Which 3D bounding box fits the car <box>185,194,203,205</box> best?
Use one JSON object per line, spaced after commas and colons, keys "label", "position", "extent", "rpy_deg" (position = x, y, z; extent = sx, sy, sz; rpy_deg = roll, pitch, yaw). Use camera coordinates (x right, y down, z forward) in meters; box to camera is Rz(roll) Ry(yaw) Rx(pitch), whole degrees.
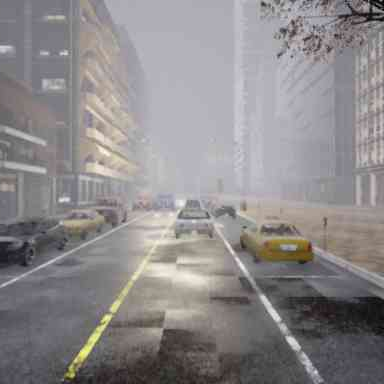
{"label": "car", "position": [0.101, 1.400, 44.316], "extent": [1.882, 1.535, 5.008], "rpy_deg": [0, 0, 0]}

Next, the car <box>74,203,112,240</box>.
{"label": "car", "position": [-5.678, 1.494, 16.815], "extent": [1.752, 1.417, 4.829], "rpy_deg": [1, 0, 0]}

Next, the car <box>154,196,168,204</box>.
{"label": "car", "position": [-5.678, 1.446, 61.542], "extent": [2.008, 1.369, 4.403], "rpy_deg": [1, 0, 0]}

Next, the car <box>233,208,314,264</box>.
{"label": "car", "position": [2.702, 1.504, 11.585], "extent": [1.752, 1.417, 4.829], "rpy_deg": [1, 0, 0]}

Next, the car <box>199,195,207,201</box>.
{"label": "car", "position": [2.703, 1.444, 83.819], "extent": [1.802, 1.307, 4.206], "rpy_deg": [1, 0, 0]}

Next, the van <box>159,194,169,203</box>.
{"label": "van", "position": [-5.674, 1.228, 67.112], "extent": [1.690, 1.788, 3.998], "rpy_deg": [1, 0, 0]}

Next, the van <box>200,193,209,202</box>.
{"label": "van", "position": [2.706, 1.219, 72.680], "extent": [1.690, 1.788, 3.998], "rpy_deg": [1, 0, 0]}

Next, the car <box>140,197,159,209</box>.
{"label": "car", "position": [-5.678, 1.466, 44.833], "extent": [1.887, 1.381, 4.507], "rpy_deg": [1, 0, 0]}

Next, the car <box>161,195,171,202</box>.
{"label": "car", "position": [-5.677, 1.404, 72.512], "extent": [1.752, 1.417, 4.829], "rpy_deg": [1, 0, 0]}

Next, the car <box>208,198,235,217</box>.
{"label": "car", "position": [2.702, 1.500, 28.124], "extent": [2.008, 1.369, 4.403], "rpy_deg": [1, 0, 0]}

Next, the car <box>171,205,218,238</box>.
{"label": "car", "position": [0.102, 1.568, 17.532], "extent": [1.895, 1.301, 4.718], "rpy_deg": [0, 0, 0]}

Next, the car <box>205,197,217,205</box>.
{"label": "car", "position": [2.703, 1.491, 33.692], "extent": [2.008, 1.369, 4.403], "rpy_deg": [1, 0, 0]}

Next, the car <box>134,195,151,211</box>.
{"label": "car", "position": [-5.674, 1.246, 39.262], "extent": [2.192, 1.841, 5.009], "rpy_deg": [1, 0, 0]}

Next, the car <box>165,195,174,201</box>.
{"label": "car", "position": [-5.677, 1.412, 83.820], "extent": [2.008, 1.369, 4.403], "rpy_deg": [1, 0, 0]}

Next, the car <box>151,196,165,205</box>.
{"label": "car", "position": [-5.678, 1.469, 55.972], "extent": [1.947, 1.339, 4.313], "rpy_deg": [1, 0, 0]}

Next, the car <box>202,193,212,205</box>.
{"label": "car", "position": [2.704, 1.361, 44.831], "extent": [1.967, 1.590, 4.097], "rpy_deg": [1, 0, 0]}

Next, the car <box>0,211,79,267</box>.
{"label": "car", "position": [-5.678, 1.544, 11.416], "extent": [1.947, 1.339, 4.313], "rpy_deg": [1, 0, 0]}

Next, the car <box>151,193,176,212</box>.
{"label": "car", "position": [-3.062, 1.155, 38.588], "extent": [2.150, 2.045, 5.566], "rpy_deg": [0, 0, 0]}

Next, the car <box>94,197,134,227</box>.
{"label": "car", "position": [-5.674, 1.274, 22.555], "extent": [2.192, 1.841, 5.009], "rpy_deg": [1, 0, 0]}
